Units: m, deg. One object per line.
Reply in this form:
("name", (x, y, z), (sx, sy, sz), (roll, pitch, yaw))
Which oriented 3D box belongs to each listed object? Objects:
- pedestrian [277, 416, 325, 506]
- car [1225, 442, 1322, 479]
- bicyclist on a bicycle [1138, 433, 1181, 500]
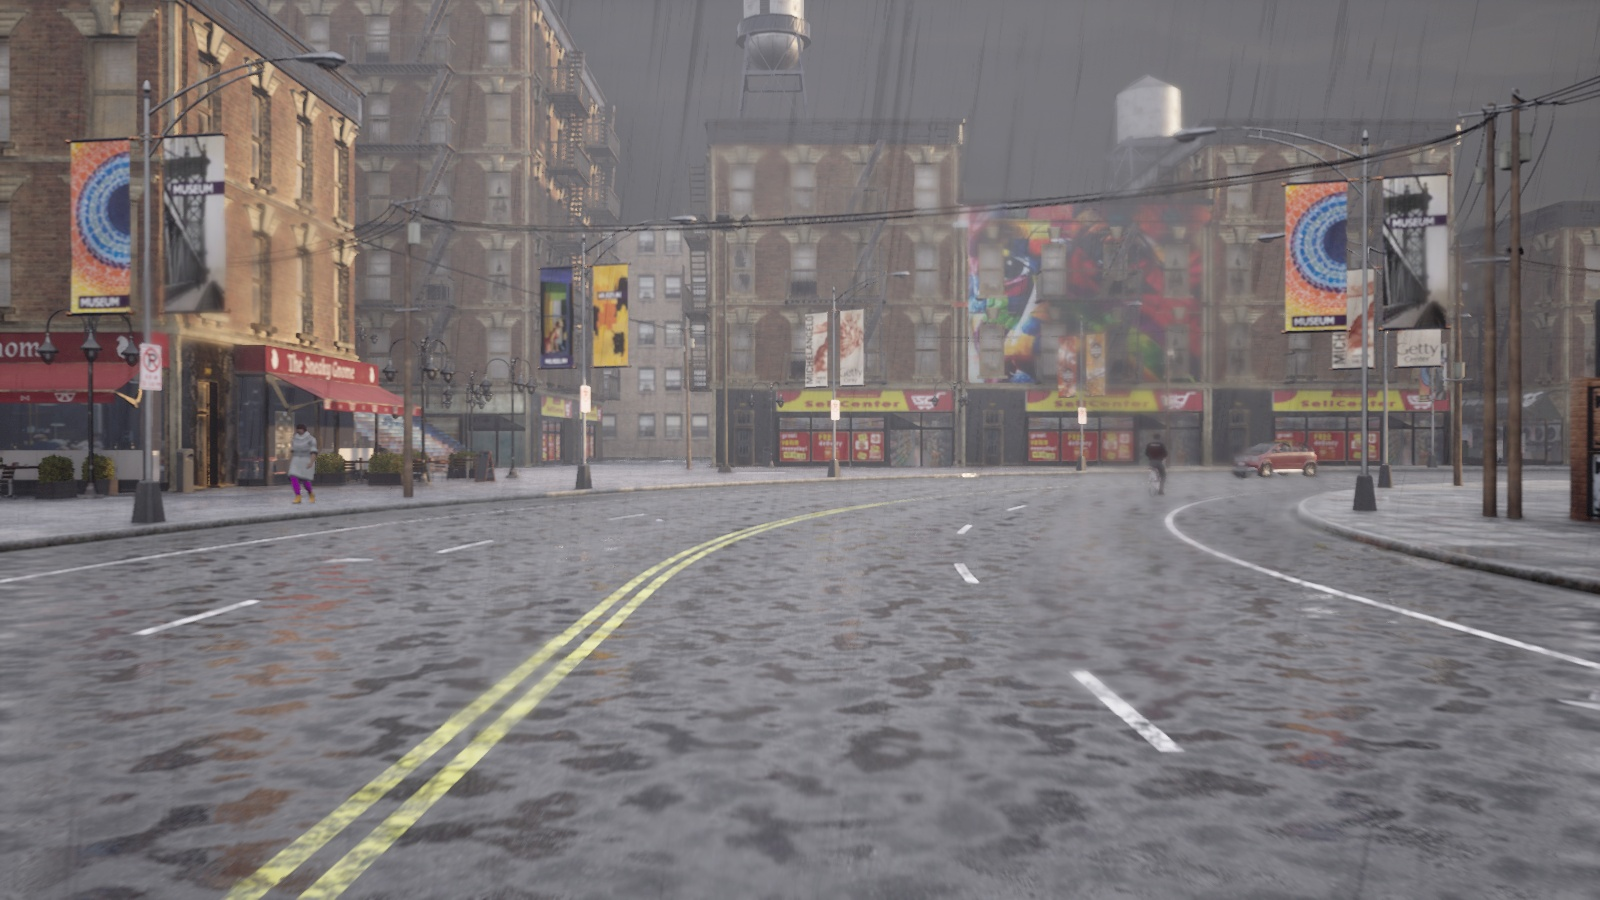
("pedestrian", (-11.059, 0.237, 27.841), (0.659, 1.952, 0.873), (0, 0, 7))
("car", (20.308, 0.438, 53.855), (3.705, 1.549, 1.789), (0, 0, -25))
("bicyclist on a bicycle", (9.869, 0.431, 34.439), (0.659, 1.776, 1.843), (1, 1, 30))
